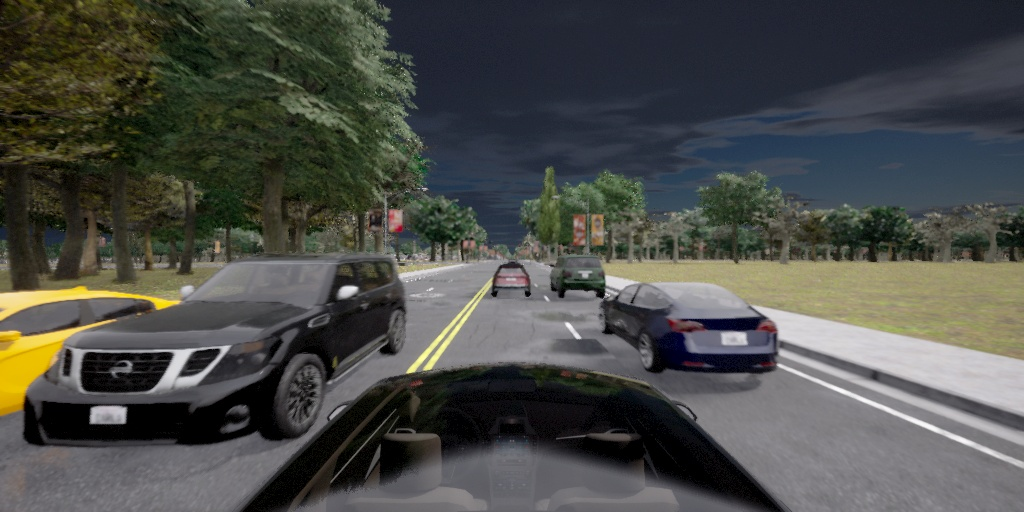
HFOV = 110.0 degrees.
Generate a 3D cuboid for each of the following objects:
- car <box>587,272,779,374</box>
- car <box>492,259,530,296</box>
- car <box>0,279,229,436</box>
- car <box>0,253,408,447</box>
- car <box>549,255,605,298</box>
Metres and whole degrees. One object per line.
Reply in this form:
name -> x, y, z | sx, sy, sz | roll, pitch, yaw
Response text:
car -> 3.249, 1.251, 7.585 | 2.163, 1.488, 4.792 | 0, 0, 0
car -> -0.032, 1.173, 19.411 | 2.033, 1.649, 4.856 | 0, 0, 0
car -> -6.601, 1.225, 4.662 | 1.882, 1.535, 5.008 | 0, 0, 0
car -> -3.350, 0.969, 5.738 | 2.150, 2.045, 5.566 | 0, 0, 0
car -> 3.248, 0.964, 18.585 | 2.150, 2.045, 5.566 | 0, 0, 0
